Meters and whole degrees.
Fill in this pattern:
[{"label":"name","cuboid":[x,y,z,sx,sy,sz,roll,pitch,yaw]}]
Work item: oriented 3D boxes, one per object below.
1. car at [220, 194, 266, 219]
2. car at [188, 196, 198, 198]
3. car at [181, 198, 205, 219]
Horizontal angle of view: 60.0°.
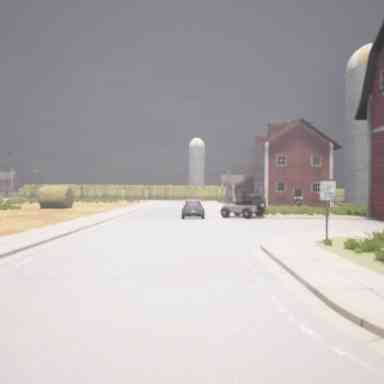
[{"label":"car","cuboid":[4.199,1.150,27.476,1.905,1.878,3.866,-7,4,-42]},{"label":"car","cuboid":[0.130,1.276,44.664,2.097,1.767,4.553,1,0,0]},{"label":"car","cuboid":[0.099,1.508,28.431,1.994,1.385,4.181,0,0,1]}]
